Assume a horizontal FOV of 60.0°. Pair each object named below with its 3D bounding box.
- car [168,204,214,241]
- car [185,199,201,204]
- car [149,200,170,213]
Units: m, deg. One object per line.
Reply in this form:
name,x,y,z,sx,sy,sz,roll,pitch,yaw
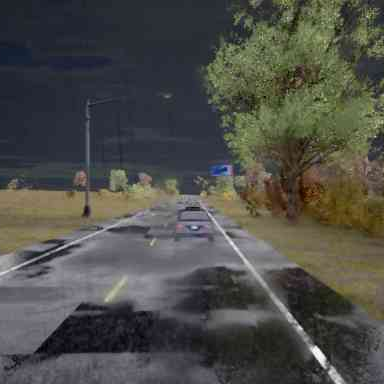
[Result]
car,0.101,1.557,16.659,2.033,1.411,5.357,0,0,0
car,0.102,1.574,41.668,2.033,1.411,5.357,0,0,0
car,-3.590,1.587,37.383,1.994,1.385,4.181,0,0,0
